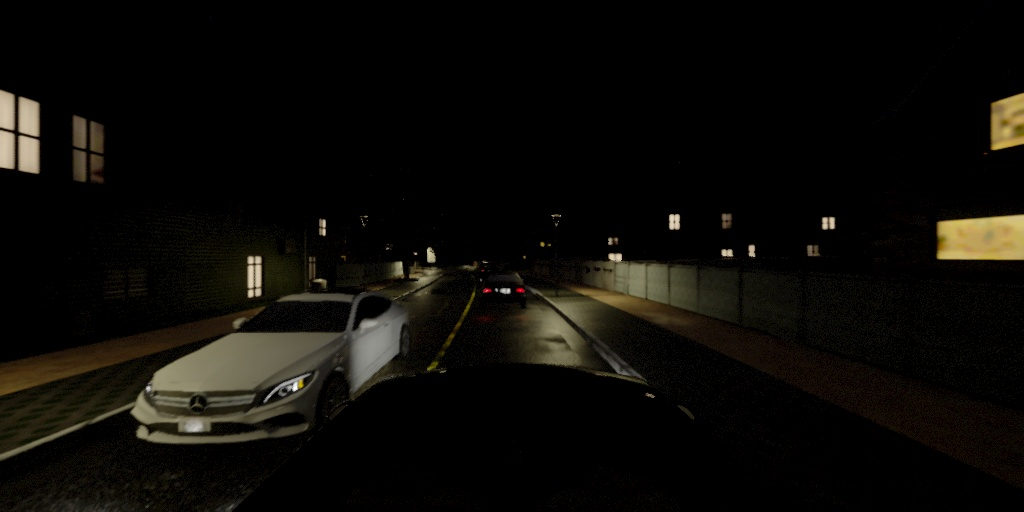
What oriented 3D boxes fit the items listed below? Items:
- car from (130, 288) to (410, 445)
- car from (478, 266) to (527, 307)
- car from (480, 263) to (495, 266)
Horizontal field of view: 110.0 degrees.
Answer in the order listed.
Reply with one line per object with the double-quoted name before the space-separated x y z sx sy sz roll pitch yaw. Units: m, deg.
"car" -2.932 1.276 5.601 1.812 1.442 4.674 0 0 -1
"car" -0.421 1.309 15.430 2.033 1.411 5.357 0 0 -3
"car" -2.524 1.466 36.745 2.033 1.411 5.357 0 -1 -8
